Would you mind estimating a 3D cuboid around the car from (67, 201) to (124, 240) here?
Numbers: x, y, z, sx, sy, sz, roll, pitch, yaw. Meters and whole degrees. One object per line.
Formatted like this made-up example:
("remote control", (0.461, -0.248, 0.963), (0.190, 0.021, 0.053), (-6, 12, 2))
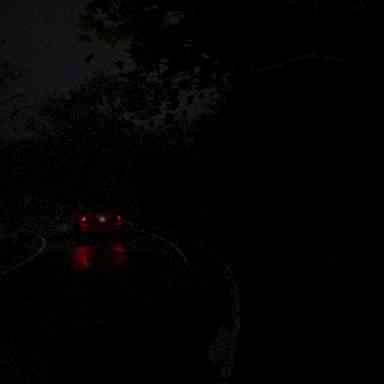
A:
("car", (-4.988, 1.246, 16.835), (2.097, 1.767, 4.553), (0, 0, -26))
